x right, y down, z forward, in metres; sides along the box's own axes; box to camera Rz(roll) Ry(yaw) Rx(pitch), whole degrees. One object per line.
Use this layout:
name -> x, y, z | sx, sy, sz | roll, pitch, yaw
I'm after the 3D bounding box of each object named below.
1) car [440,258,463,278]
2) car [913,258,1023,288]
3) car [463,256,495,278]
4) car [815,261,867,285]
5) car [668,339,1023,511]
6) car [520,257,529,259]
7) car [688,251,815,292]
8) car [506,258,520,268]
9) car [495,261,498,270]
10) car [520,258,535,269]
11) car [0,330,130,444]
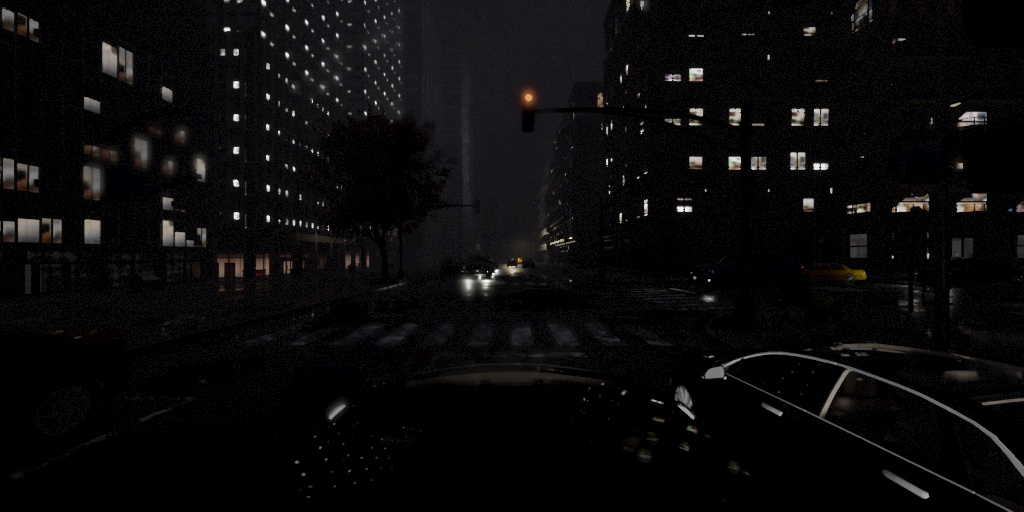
car -> -5.676, 1.079, 34.984 | 2.192, 1.841, 5.009 | 0, 0, 0
car -> 24.898, 0.893, 19.522 | 4.892, 1.490, 1.837 | 0, 0, -1
car -> -3.084, 0.986, 34.609 | 2.150, 2.045, 5.566 | 0, 0, 0
car -> 18.841, 0.993, 22.055 | 4.829, 1.417, 1.751 | 0, 0, -1
car -> 2.689, 1.300, 2.592 | 2.007, 1.370, 4.403 | 0, 0, 0
car -> 2.719, 1.316, 62.763 | 1.751, 1.417, 4.829 | 0, 0, 0
car -> 12.581, 0.778, 19.363 | 5.566, 2.045, 2.150 | -1, 0, -2
car -> 0.029, 1.285, 64.303 | 2.128, 1.511, 4.902 | 0, 0, 0
car -> -3.079, 1.298, 44.860 | 1.812, 1.442, 4.674 | 0, 0, 0
car -> 2.717, 1.350, 57.071 | 1.948, 1.339, 4.313 | 0, 0, 0
car -> -5.692, 1.295, 2.597 | 1.888, 1.381, 4.507 | 0, 0, 0
